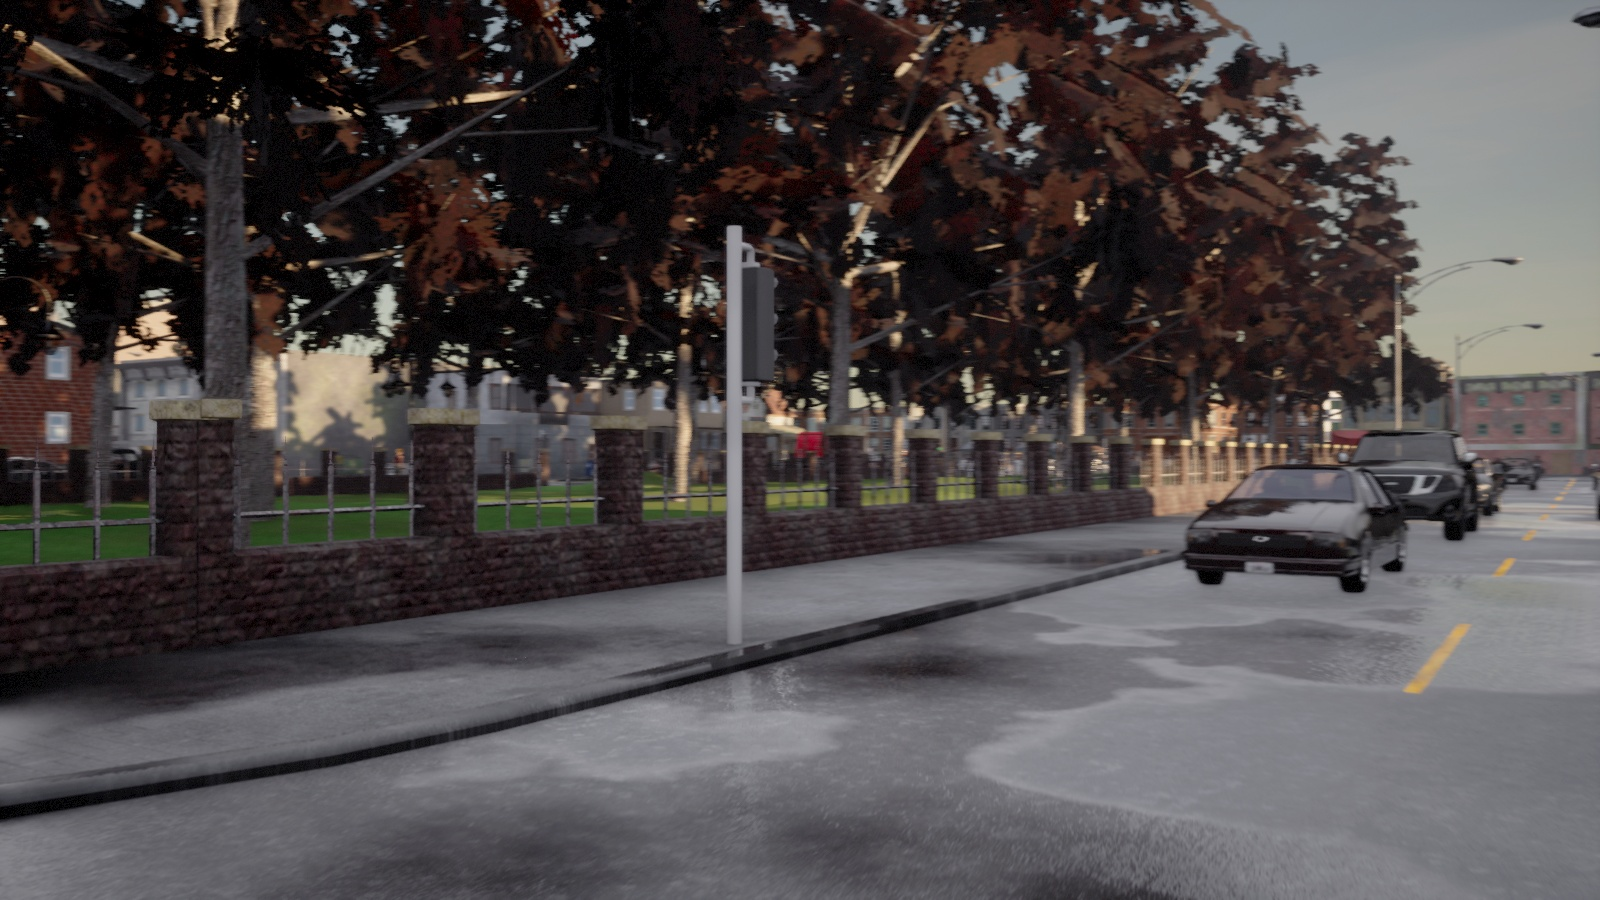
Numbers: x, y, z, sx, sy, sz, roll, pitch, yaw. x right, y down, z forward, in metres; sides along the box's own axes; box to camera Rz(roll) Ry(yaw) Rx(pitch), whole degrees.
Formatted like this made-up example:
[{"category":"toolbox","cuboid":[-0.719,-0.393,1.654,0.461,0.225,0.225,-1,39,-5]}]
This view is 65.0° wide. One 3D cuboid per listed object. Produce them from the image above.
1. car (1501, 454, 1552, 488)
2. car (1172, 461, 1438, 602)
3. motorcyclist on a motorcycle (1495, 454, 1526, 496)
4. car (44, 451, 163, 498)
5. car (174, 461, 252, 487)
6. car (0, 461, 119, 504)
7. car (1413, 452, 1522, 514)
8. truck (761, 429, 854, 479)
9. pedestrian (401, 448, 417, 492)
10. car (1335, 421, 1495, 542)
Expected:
[{"category":"car","cuboid":[33.169,0.936,57.255,1.816,1.474,4.193,0,0,33]},{"category":"car","cuboid":[6.449,0.855,15.606,2.033,1.411,5.357,0,0,33]},{"category":"motorcyclist on a motorcycle","cuboid":[26.542,0.929,46.911,0.866,1.530,2.191,0,0,33]},{"category":"car","cuboid":[-28.634,0.980,51.707,1.905,1.878,3.866,-1,-1,39]},{"category":"car","cuboid":[-33.351,1.345,71.325,4.674,1.442,1.812,0,0,33]},{"category":"car","cuboid":[-27.834,1.151,45.915,1.837,1.490,4.892,0,0,30]},{"category":"car","cuboid":[17.646,0.812,33.058,2.128,1.511,4.902,0,0,33]},{"category":"truck","cuboid":[0.656,0.290,90.445,2.891,3.462,7.936,0,0,33]},{"category":"pedestrian","cuboid":[-16.666,0.847,53.541,0.345,1.836,0.594,0,0,33]},{"category":"car","cuboid":[12.001,0.550,24.277,2.150,2.045,5.566,0,0,33]}]
